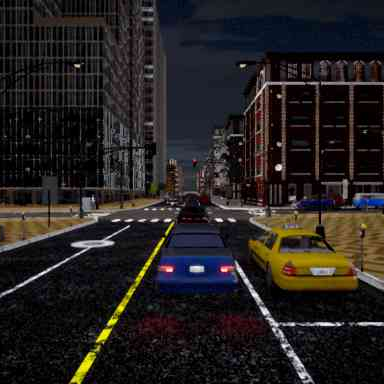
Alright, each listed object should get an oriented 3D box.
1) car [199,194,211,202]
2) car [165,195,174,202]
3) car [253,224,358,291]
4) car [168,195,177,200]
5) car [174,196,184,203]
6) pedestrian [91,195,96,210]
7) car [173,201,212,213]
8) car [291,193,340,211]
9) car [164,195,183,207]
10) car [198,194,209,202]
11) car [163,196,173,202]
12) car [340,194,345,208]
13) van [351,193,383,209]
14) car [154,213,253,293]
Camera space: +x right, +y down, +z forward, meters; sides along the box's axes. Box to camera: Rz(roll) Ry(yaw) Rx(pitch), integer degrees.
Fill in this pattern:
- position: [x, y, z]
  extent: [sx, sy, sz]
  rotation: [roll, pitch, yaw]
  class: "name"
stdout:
- position: [2.553, 1.318, 63.485]
  extent: [2.192, 1.841, 5.009]
  rotation: [0, 0, 0]
  class: "car"
- position: [-5.330, 1.550, 80.263]
  extent: [1.887, 1.381, 4.507]
  rotation: [0, 0, 0]
  class: "car"
- position: [2.563, 1.525, 8.838]
  extent: [1.752, 1.417, 4.829]
  rotation: [0, 0, 0]
  class: "car"
- position: [-5.331, 1.558, 91.449]
  extent: [2.008, 1.369, 4.403]
  rotation: [0, 0, 0]
  class: "car"
- position: [-2.762, 1.557, 71.687]
  extent: [1.994, 1.385, 4.181]
  rotation: [0, 0, 0]
  class: "car"
- position: [-12.355, 1.270, 41.673]
  extent: [0.375, 1.860, 0.375]
  rotation: [0, 1, -1]
  class: "pedestrian"
- position: [0.080, 1.505, 18.728]
  extent: [1.837, 1.490, 4.892]
  rotation: [0, 0, 0]
  class: "car"
- position: [13.280, 1.162, 36.530]
  extent: [4.553, 1.767, 2.097]
  rotation: [-1, 0, -1]
  class: "car"
- position: [-2.821, 1.493, 49.830]
  extent: [2.128, 1.511, 4.902]
  rotation: [0, 0, -1]
  class: "car"
- position: [2.551, 1.320, 74.671]
  extent: [2.192, 1.841, 5.009]
  rotation: [0, 0, 0]
  class: "car"
- position: [-5.329, 1.556, 74.670]
  extent: [2.008, 1.369, 4.403]
  rotation: [0, 0, 0]
  class: "car"
- position: [15.307, 1.094, 39.032]
  extent: [5.009, 1.841, 2.192]
  rotation: [-1, 1, -1]
  class: "car"
- position: [20.963, 1.050, 39.092]
  extent: [3.998, 1.788, 1.690]
  rotation: [-1, 1, -1]
  class: "van"
- position: [0.095, 1.547, 8.987]
  extent: [2.033, 1.411, 5.357]
  rotation: [0, 0, 0]
  class: "car"
